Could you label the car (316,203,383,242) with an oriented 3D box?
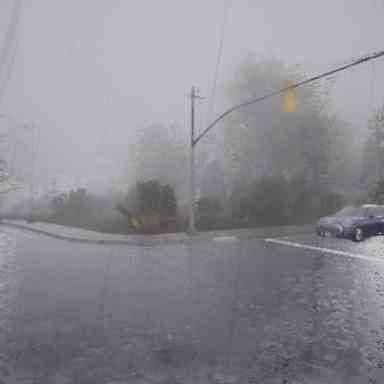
[{"bbox_3d":[8.503,1.457,16.963,4.553,1.767,2.097,0,0,-27],"label":"car"}]
